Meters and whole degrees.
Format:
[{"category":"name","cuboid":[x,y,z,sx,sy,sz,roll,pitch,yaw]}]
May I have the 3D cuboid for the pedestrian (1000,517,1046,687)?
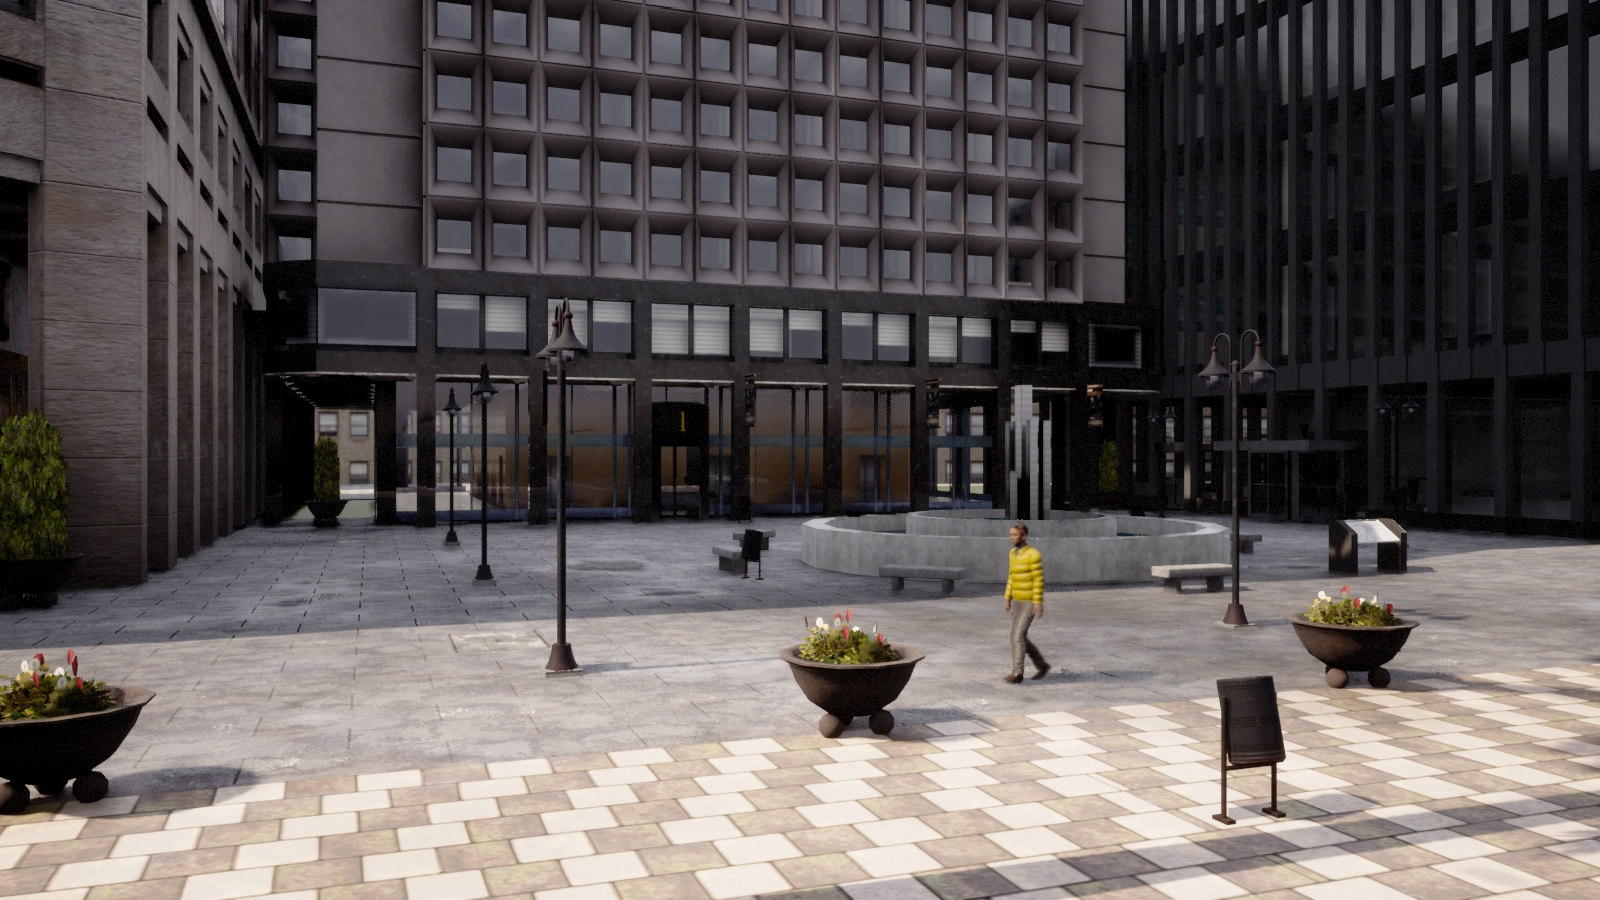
[{"category":"pedestrian","cuboid":[2.524,1.702,12.929,0.375,1.860,0.375,0,0,-20]}]
